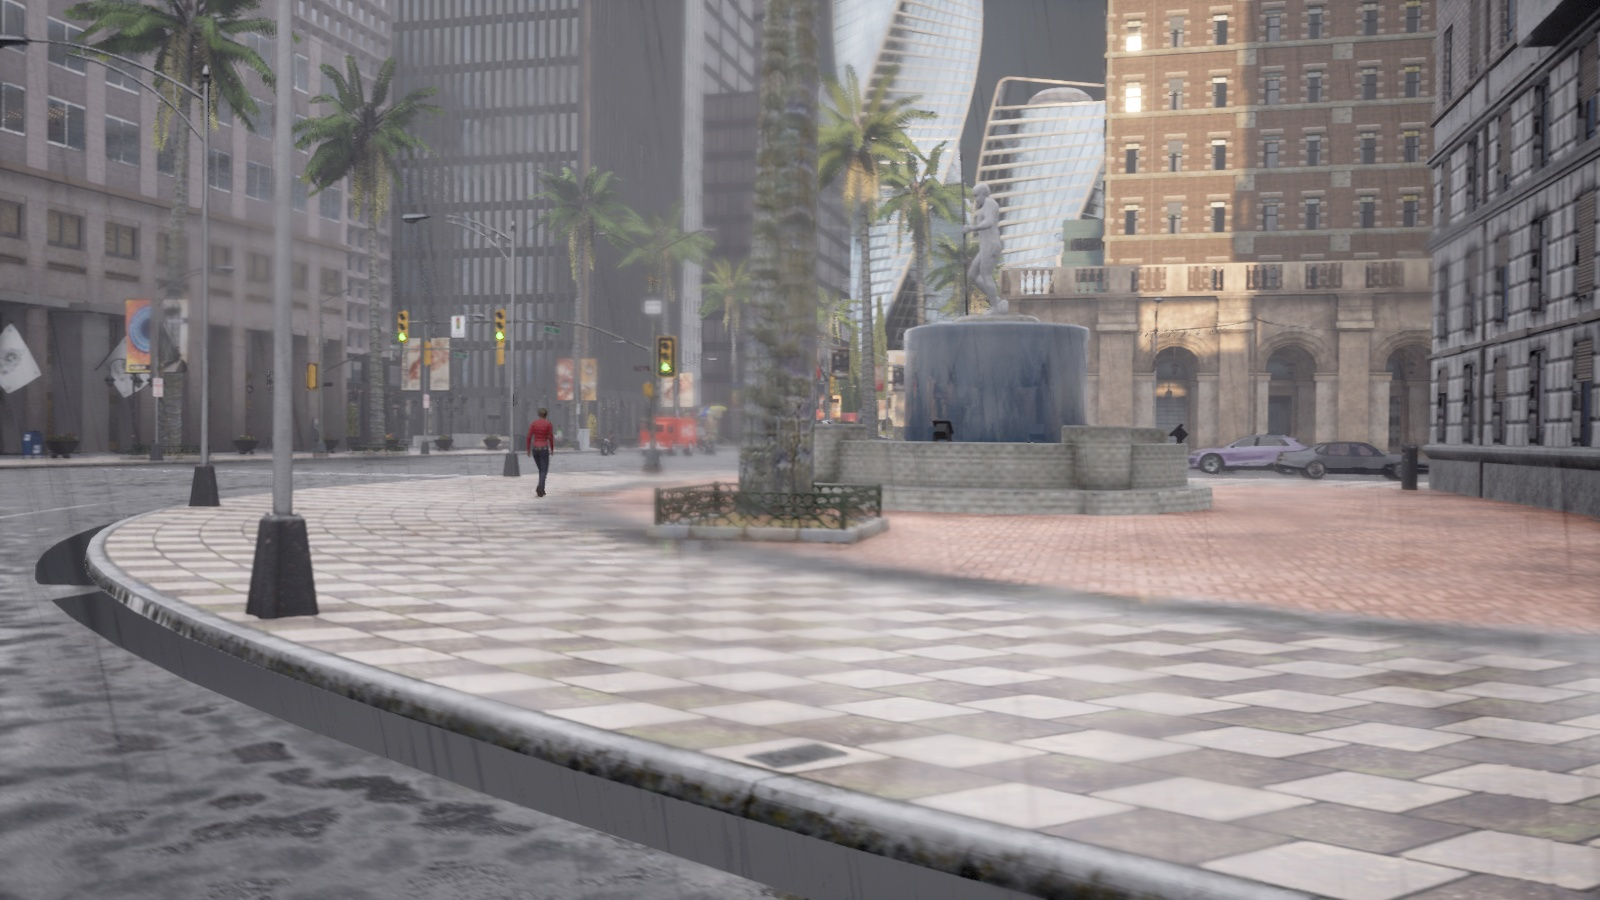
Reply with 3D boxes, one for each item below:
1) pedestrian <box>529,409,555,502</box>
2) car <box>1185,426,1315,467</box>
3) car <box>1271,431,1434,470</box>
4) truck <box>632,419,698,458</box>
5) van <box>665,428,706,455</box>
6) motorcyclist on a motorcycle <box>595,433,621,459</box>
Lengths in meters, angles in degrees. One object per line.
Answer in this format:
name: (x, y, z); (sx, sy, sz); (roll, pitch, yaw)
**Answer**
pedestrian: (-5.217, 0.108, 25.401); (0.331, 1.846, 0.636); (0, 1, 6)
car: (18.361, -0.151, 51.501); (4.856, 1.649, 2.033); (0, 1, 14)
car: (20.693, 0.000, 47.261); (5.357, 1.411, 2.033); (0, 1, 14)
truck: (-8.807, -0.735, 82.558); (2.627, 2.467, 5.204); (0, 1, 14)
van: (-8.779, -0.674, 96.536); (1.775, 1.987, 4.442); (0, 1, 15)
motorcyclist on a motorcycle: (-12.523, -0.261, 82.108); (0.766, 1.649, 2.350); (0, 1, 15)
